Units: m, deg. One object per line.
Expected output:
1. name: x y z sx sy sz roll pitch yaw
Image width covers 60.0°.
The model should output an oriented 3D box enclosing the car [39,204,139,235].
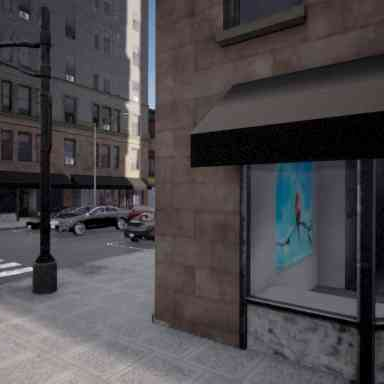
1. car: -5.680 1.497 18.953 2.128 1.511 4.902 0 0 35

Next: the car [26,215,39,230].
1. car: -7.809 1.563 20.337 1.947 1.339 4.313 0 0 35

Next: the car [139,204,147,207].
1. car: -4.520 1.583 24.970 1.802 1.307 4.206 0 0 35

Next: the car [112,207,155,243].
1. car: -1.266 1.573 15.691 2.008 1.369 4.403 0 0 35
